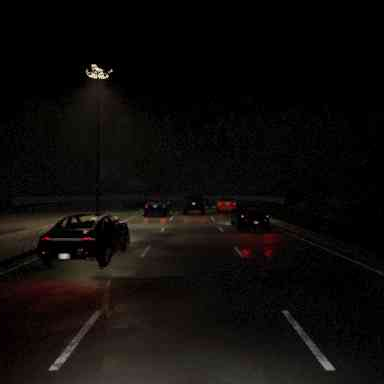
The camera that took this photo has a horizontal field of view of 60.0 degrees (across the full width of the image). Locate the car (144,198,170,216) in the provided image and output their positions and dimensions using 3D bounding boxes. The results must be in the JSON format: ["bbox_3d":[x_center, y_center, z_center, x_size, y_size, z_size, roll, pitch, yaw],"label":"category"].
[{"bbox_3d":[-3.310,1.352,32.470,2.097,1.767,4.553,0,0,1],"label":"car"}]

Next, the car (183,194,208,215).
[{"bbox_3d":[0.262,1.221,34.356,2.150,2.045,5.566,0,0,2],"label":"car"}]

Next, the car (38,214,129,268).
[{"bbox_3d":[-3.399,1.491,11.269,2.128,1.511,4.902,0,0,0],"label":"car"}]

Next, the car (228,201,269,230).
[{"bbox_3d":[3.602,1.526,20.984,1.812,1.442,4.674,0,0,0],"label":"car"}]

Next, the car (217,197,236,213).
[{"bbox_3d":[3.929,1.352,37.539,2.097,1.767,4.553,0,0,3],"label":"car"}]

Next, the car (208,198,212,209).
[{"bbox_3d":[1.528,1.491,44.167,2.128,1.511,4.902,0,0,12],"label":"car"}]
